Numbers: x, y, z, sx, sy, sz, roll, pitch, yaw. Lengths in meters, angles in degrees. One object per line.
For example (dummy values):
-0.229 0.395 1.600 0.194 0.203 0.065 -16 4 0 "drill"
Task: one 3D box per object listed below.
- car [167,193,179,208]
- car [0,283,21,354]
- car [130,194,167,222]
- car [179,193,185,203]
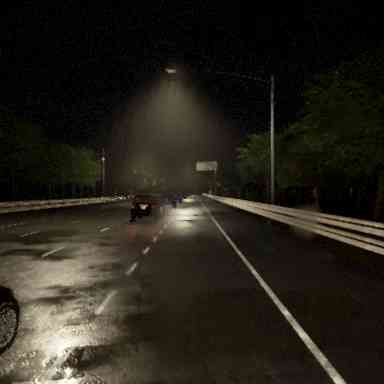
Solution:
-3.398 1.259 48.166 2.150 2.045 5.566 0 0 0 "car"
-3.502 1.526 3.114 1.812 1.442 4.674 0 0 0 "car"
-3.476 1.238 26.569 2.150 2.045 5.566 0 0 0 "car"
-3.258 1.283 71.339 2.150 2.045 5.566 0 0 0 "car"
